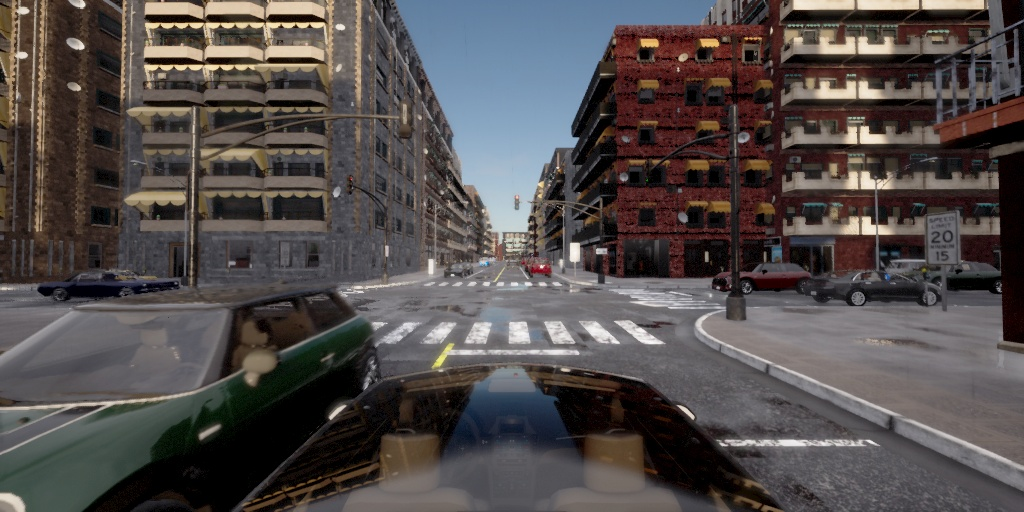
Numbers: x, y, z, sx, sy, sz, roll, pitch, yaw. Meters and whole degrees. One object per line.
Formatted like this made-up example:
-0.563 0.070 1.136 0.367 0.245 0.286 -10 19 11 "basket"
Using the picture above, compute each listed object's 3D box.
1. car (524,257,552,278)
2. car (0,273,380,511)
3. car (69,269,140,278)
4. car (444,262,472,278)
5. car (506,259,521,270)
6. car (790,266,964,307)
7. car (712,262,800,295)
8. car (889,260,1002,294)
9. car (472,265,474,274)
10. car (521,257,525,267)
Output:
2.604 1.078 34.053 2.192 1.841 5.009 0 0 0 "car"
-2.867 1.103 3.119 2.097 1.767 4.553 0 0 -1 "car"
-18.130 1.379 16.337 4.718 1.301 1.895 0 -1 0 "car"
-5.277 1.329 34.017 1.948 1.339 4.313 0 0 0 "car"
0.161 1.285 54.897 2.128 1.511 4.902 0 0 0 "car"
13.759 1.186 13.747 4.403 1.370 2.007 0 0 0 "car"
13.236 1.102 19.159 4.553 1.767 2.097 0 -1 -1 "car"
23.085 1.079 19.145 4.553 1.767 2.097 0 -1 0 "car"
-5.271 1.332 39.578 1.948 1.339 4.313 0 0 0 "car"
2.617 1.087 45.176 2.192 1.841 5.009 0 0 0 "car"
